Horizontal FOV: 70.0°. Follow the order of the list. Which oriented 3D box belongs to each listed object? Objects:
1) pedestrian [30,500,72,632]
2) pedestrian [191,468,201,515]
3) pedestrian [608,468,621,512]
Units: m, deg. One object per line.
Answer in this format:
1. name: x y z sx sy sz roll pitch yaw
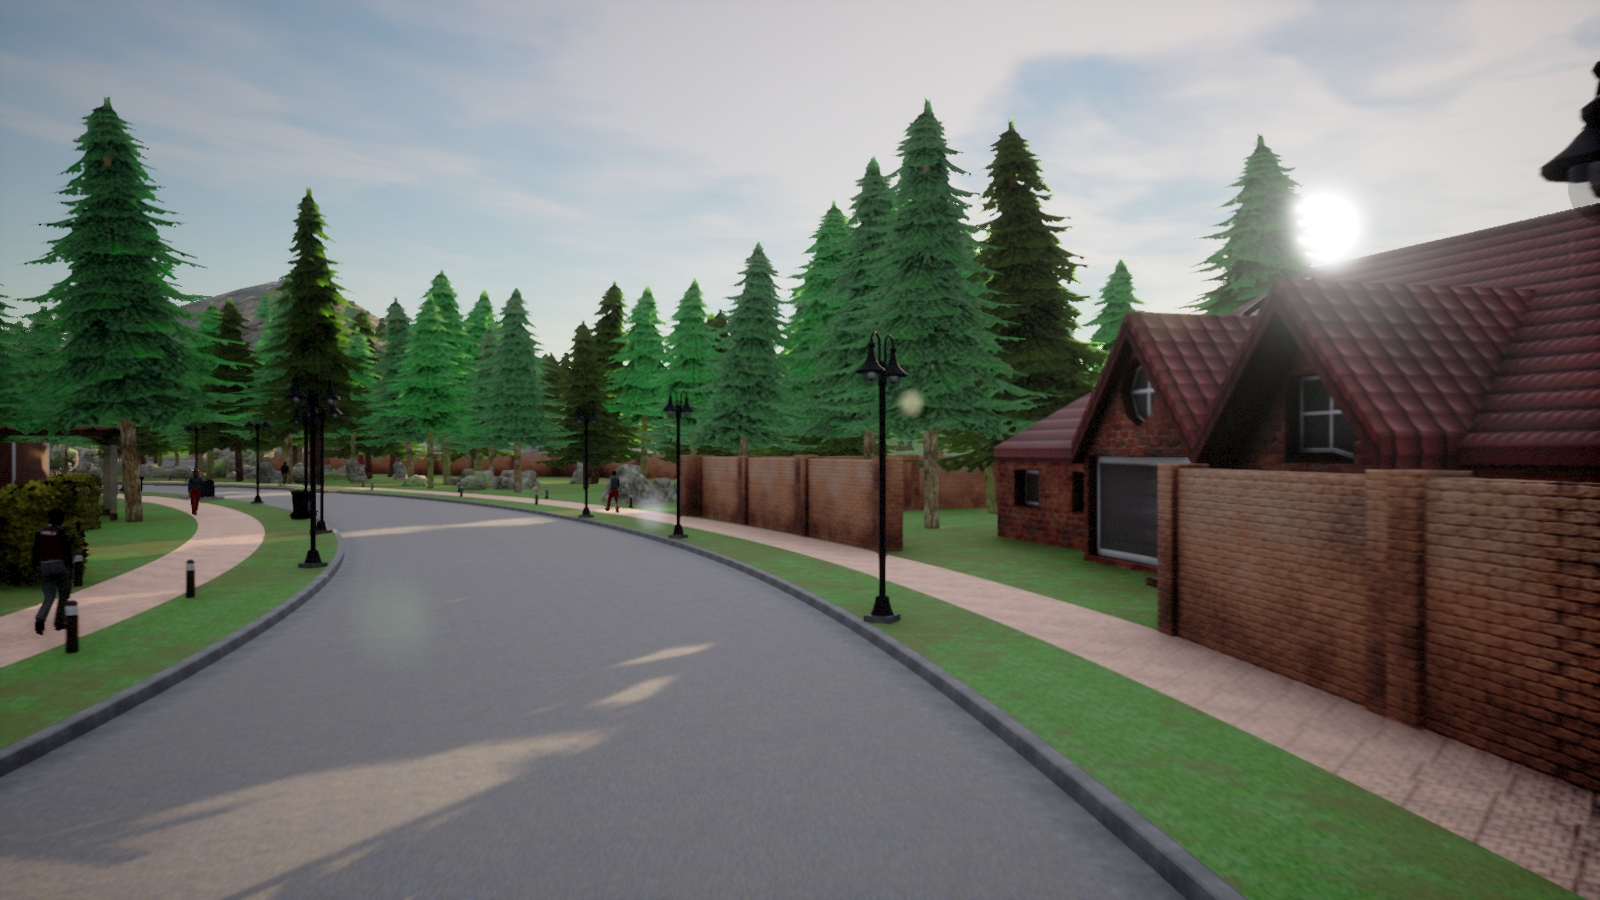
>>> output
1. pedestrian: -10.781 1.664 16.449 0.375 1.860 0.375 0 0 -4
2. pedestrian: -24.261 1.665 45.885 0.375 1.860 0.375 0 0 -28
3. pedestrian: -7.755 1.668 47.813 0.375 1.860 0.375 0 0 -40
